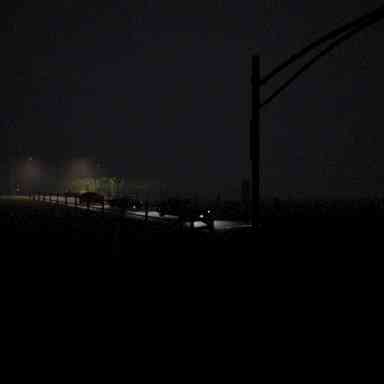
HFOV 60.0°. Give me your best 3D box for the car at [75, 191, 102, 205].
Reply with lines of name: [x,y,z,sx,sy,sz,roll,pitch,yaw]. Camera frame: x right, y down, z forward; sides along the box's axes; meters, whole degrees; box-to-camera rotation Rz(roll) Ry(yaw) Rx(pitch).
car: [-12.454,0.742,41.060,1.882,1.535,5.008,0,1,-35]

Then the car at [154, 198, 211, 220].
car: [-0.863,1.178,24.348,2.033,1.411,5.357,0,1,-35]

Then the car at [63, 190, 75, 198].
car: [-22.518,0.353,62.011,1.882,1.535,5.008,0,1,-35]

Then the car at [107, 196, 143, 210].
car: [-6.595,1.050,32.603,1.895,1.301,4.718,0,1,-35]
